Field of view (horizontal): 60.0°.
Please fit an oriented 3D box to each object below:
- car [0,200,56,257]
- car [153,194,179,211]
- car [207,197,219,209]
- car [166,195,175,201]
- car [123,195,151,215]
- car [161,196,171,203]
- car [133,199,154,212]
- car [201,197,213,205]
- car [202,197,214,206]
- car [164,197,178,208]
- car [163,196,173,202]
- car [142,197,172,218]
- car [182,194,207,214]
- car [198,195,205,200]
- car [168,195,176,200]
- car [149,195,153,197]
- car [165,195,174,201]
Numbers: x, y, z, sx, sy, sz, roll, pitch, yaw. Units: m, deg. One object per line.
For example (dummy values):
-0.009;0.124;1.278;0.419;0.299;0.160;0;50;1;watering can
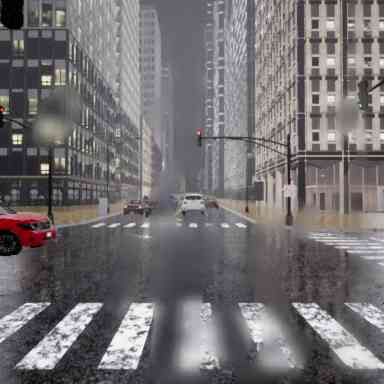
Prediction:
-8.107;1.211;12.457;5.566;2.045;2.150;1;0;0;car
-3.105;1.237;40.418;2.150;2.045;5.566;0;0;0;car
2.691;1.599;44.923;1.802;1.307;4.206;1;0;0;car
-5.699;1.586;89.460;2.008;1.369;4.403;1;0;0;car
-5.683;1.453;33.709;1.967;1.590;4.097;1;0;0;car
-5.695;1.573;72.735;1.887;1.381;4.507;1;0;0;car
-5.687;1.597;39.284;1.802;1.307;4.206;1;0;0;car
2.688;1.589;61.656;1.947;1.339;4.313;1;0;0;car
2.690;1.547;56.249;1.752;1.417;4.829;1;0;0;car
-3.101;1.524;50.827;1.837;1.490;4.892;0;0;0;car
-5.696;1.581;78.310;2.008;1.369;4.403;1;0;0;car
-3.108;1.516;30.391;1.837;1.490;4.892;0;0;0;car
0.118;1.235;35.624;2.150;2.045;5.566;0;0;0;car
2.679;1.583;95.119;1.887;1.381;4.507;1;0;0;car
-5.701;1.604;95.036;1.947;1.339;4.313;1;0;0;car
-5.683;1.332;44.859;2.192;1.841;5.009;1;0;0;car
-5.698;1.577;83.885;1.887;1.381;4.507;1;0;0;car
